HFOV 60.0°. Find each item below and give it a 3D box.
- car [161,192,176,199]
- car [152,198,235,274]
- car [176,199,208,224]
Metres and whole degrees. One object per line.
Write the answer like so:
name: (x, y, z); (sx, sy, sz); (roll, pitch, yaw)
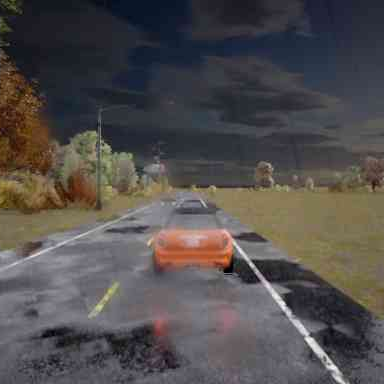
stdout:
car: (-3.597, 0.760, 51.746); (2.097, 1.767, 4.553); (0, 1, 0)
car: (0.055, 1.233, 10.315); (2.097, 1.767, 4.553); (0, 1, 1)
car: (0.031, 1.278, 23.525); (2.033, 1.411, 5.357); (0, 1, 0)
